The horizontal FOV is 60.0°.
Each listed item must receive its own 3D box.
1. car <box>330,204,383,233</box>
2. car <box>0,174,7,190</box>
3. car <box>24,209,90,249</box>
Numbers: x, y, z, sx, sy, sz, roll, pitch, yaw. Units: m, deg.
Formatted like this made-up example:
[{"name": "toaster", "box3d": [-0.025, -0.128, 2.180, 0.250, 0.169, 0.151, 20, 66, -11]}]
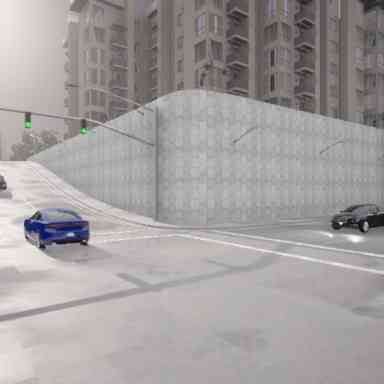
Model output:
[{"name": "car", "box3d": [10.268, 1.503, 19.936, 4.892, 1.490, 1.837, 0, 0, -36]}, {"name": "car", "box3d": [-20.693, -1.191, 35.006, 2.033, 1.411, 5.357, 0, 12, -36]}, {"name": "car", "box3d": [-6.095, 1.476, 14.722, 1.882, 1.535, 5.008, 0, 0, -36]}]
